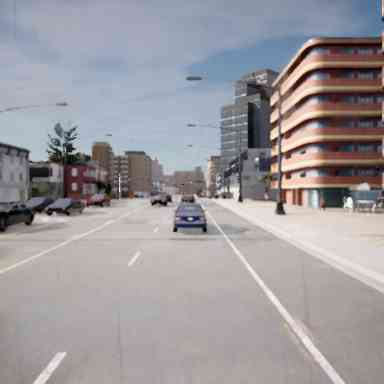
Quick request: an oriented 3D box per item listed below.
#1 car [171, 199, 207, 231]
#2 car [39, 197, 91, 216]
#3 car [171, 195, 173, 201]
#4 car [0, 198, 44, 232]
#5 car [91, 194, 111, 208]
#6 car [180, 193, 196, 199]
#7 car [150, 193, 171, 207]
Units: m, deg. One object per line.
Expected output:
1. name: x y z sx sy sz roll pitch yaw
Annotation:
1. car: -0.120 1.366 19.156 2.033 1.411 5.357 0 1 -1
2. car: -10.871 1.226 28.930 2.033 1.411 5.357 0 1 0
3. car: -4.110 0.892 51.312 1.994 1.385 4.181 0 0 -1
4. car: -10.809 1.328 19.084 2.128 1.511 4.902 0 1 -1
5. car: -10.967 0.987 39.372 1.882 1.535 5.008 0 1 -1
6. car: -0.488 0.913 43.898 2.128 1.511 4.902 0 1 0
7. car: -3.987 1.071 41.177 1.895 1.301 4.718 0 1 -1
